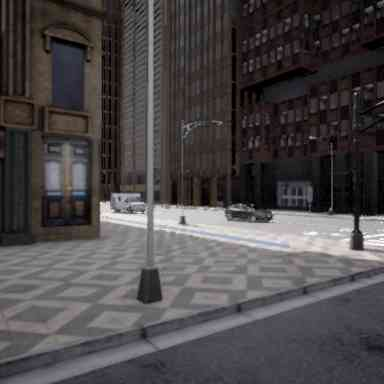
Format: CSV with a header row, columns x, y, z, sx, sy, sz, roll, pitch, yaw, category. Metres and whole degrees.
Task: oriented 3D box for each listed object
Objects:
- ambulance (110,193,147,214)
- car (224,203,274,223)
x,y,z,sx,sy,sz,roll,pitch,yaw,category
-7.843,1.358,41.098,2.351,2.431,6.366,0,0,-35,ambulance
4.821,1.764,28.591,1.837,1.490,4.892,0,0,-35,car
